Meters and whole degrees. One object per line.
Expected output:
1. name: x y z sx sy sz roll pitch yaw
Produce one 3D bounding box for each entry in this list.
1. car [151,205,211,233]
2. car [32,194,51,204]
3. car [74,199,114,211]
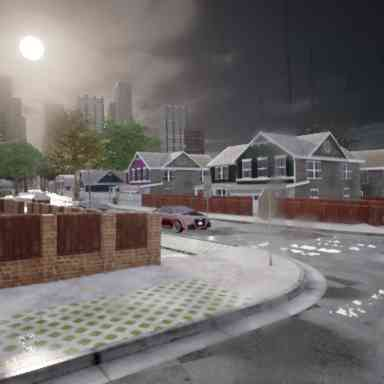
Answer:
1. car: -0.860 1.440 18.919 1.994 1.385 4.181 -2 2 -40
2. car: -20.603 1.037 45.451 1.882 1.535 5.008 -2 1 -33
3. car: -8.432 1.315 28.214 2.033 1.411 5.357 -2 2 -38
